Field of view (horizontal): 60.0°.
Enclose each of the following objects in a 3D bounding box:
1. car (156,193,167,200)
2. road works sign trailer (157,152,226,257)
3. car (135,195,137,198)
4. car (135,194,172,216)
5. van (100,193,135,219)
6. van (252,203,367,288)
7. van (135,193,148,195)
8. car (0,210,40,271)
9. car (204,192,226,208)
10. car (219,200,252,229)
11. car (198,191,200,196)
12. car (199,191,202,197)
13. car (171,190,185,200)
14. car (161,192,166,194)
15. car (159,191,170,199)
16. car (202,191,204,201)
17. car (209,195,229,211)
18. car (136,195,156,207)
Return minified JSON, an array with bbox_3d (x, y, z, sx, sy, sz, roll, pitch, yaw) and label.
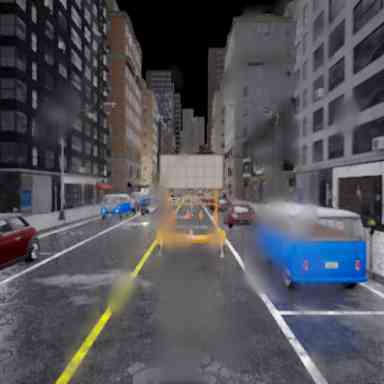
[{"bbox_3d":[-5.750,0.888,63.632,1.802,1.307,4.206,0,1,0],"label":"car"},{"bbox_3d":[-0.015,0.326,12.295,2.380,3.560,2.880,0,1,0],"label":"road works sign trailer"},{"bbox_3d":[-5.708,1.211,30.625,2.008,1.369,4.403,0,1,0],"label":"car"},{"bbox_3d":[-3.132,1.178,28.269,2.128,1.511,4.902,0,1,0],"label":"car"},{"bbox_3d":[-5.701,1.062,25.123,1.690,1.788,3.998,0,1,0],"label":"van"},{"bbox_3d":[2.845,1.243,8.630,1.690,1.788,3.998,0,1,0],"label":"van"},{"bbox_3d":[-5.715,0.942,36.124,1.690,1.788,3.998,0,1,0],"label":"van"},{"bbox_3d":[-5.680,1.343,8.620,1.967,1.590,4.097,0,1,0],"label":"car"},{"bbox_3d":[2.810,0.915,36.134,2.192,1.841,5.009,0,1,0],"label":"car"},{"bbox_3d":[2.832,1.363,19.635,1.802,1.307,4.206,0,1,0],"label":"car"},{"bbox_3d":[2.769,0.813,69.144,1.947,1.339,4.313,0,1,0],"label":"car"},{"bbox_3d":[2.783,0.914,58.142,2.008,1.369,4.403,0,1,0],"label":"car"},{"bbox_3d":[-3.088,0.627,68.772,2.150,2.045,5.566,0,1,0],"label":"car"},{"bbox_3d":[-5.742,0.930,58.131,1.947,1.339,4.313,0,1,0],"label":"car"},{"bbox_3d":[-5.757,0.688,69.132,1.967,1.590,4.097,0,1,0],"label":"car"},{"bbox_3d":[2.797,0.921,47.138,1.967,1.590,4.097,0,1,0],"label":"car"},{"bbox_3d":[2.818,1.242,30.636,1.802,1.307,4.206,0,1,0],"label":"car"},{"bbox_3d":[-5.722,1.107,41.628,1.947,1.339,4.313,0,1,0],"label":"car"}]
